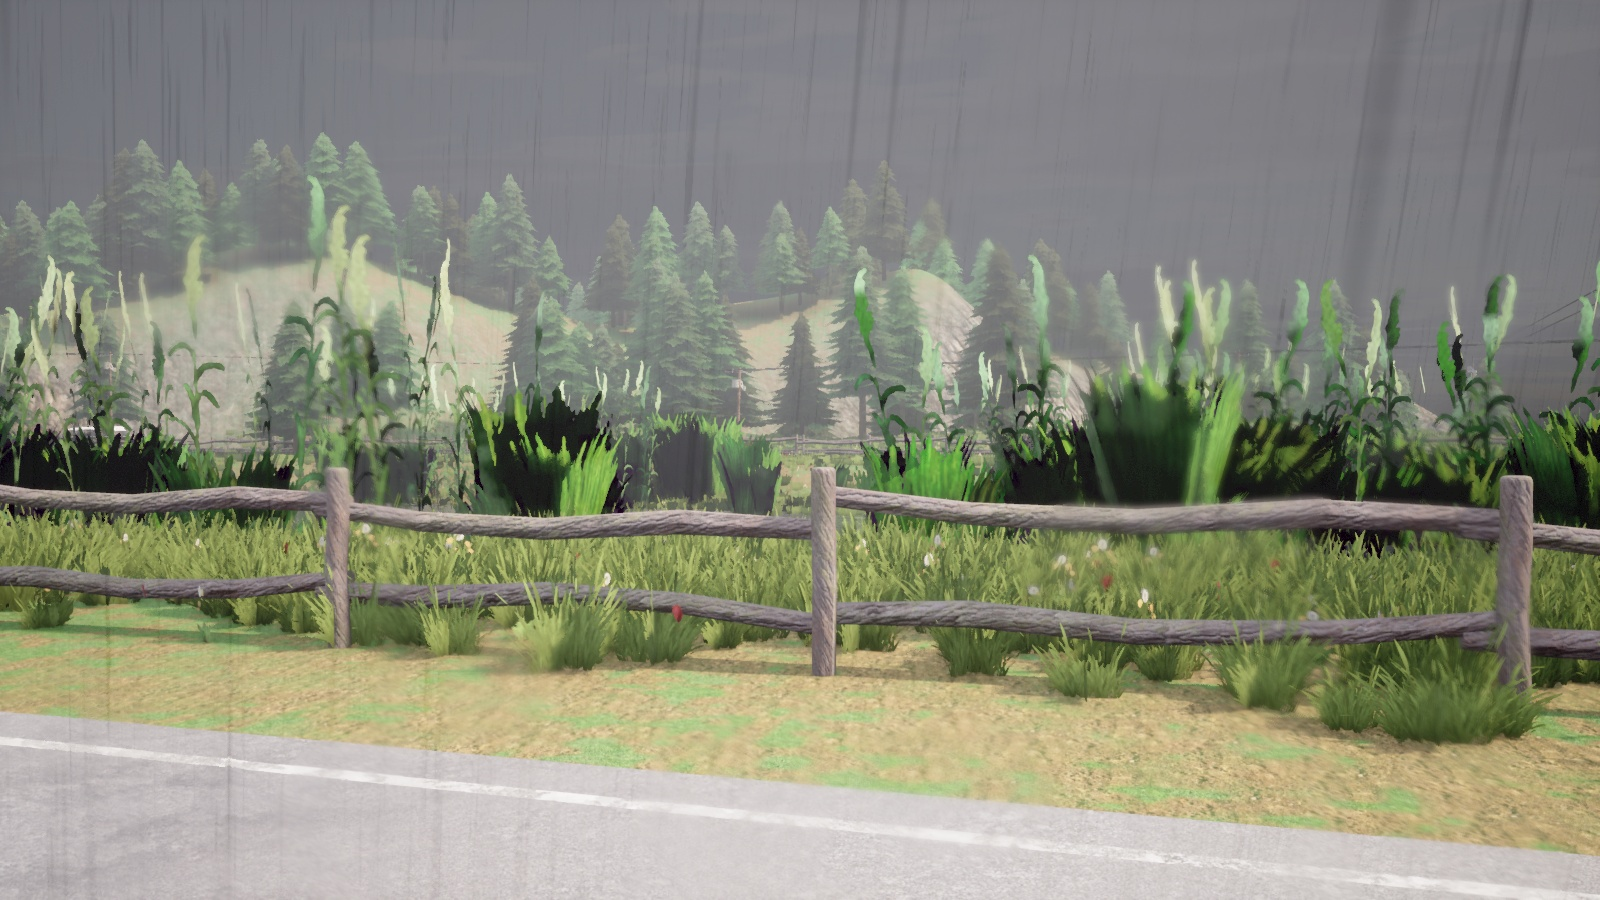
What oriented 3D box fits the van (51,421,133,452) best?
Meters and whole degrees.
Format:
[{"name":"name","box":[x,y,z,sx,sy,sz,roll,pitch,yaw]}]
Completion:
[{"name":"van","box":[-47.376,-0.939,84.073,4.480,2.038,2.069,0,1,11]}]
